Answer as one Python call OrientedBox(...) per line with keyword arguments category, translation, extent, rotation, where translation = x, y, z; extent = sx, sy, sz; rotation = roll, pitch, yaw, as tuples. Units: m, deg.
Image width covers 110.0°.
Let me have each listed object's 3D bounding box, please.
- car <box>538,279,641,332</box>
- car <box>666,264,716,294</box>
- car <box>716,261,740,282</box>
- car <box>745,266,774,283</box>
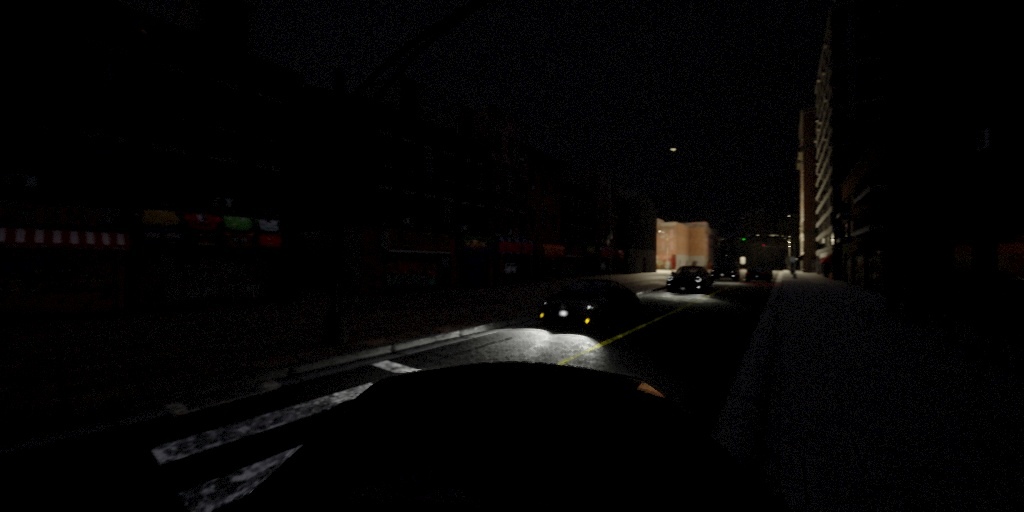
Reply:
OrientedBox(category="car", translation=(2.630, 1.439, 11.567), extent=(1.994, 1.385, 4.181), rotation=(0, -1, 37))
OrientedBox(category="car", translation=(11.684, 1.424, 23.515), extent=(2.097, 1.767, 4.553), rotation=(0, -1, 37))
OrientedBox(category="car", translation=(22.301, 1.535, 37.368), extent=(2.150, 2.045, 5.566), rotation=(0, -1, 37))
OrientedBox(category="car", translation=(24.078, 1.769, 35.033), extent=(1.882, 1.535, 5.008), rotation=(0, -1, 37))
